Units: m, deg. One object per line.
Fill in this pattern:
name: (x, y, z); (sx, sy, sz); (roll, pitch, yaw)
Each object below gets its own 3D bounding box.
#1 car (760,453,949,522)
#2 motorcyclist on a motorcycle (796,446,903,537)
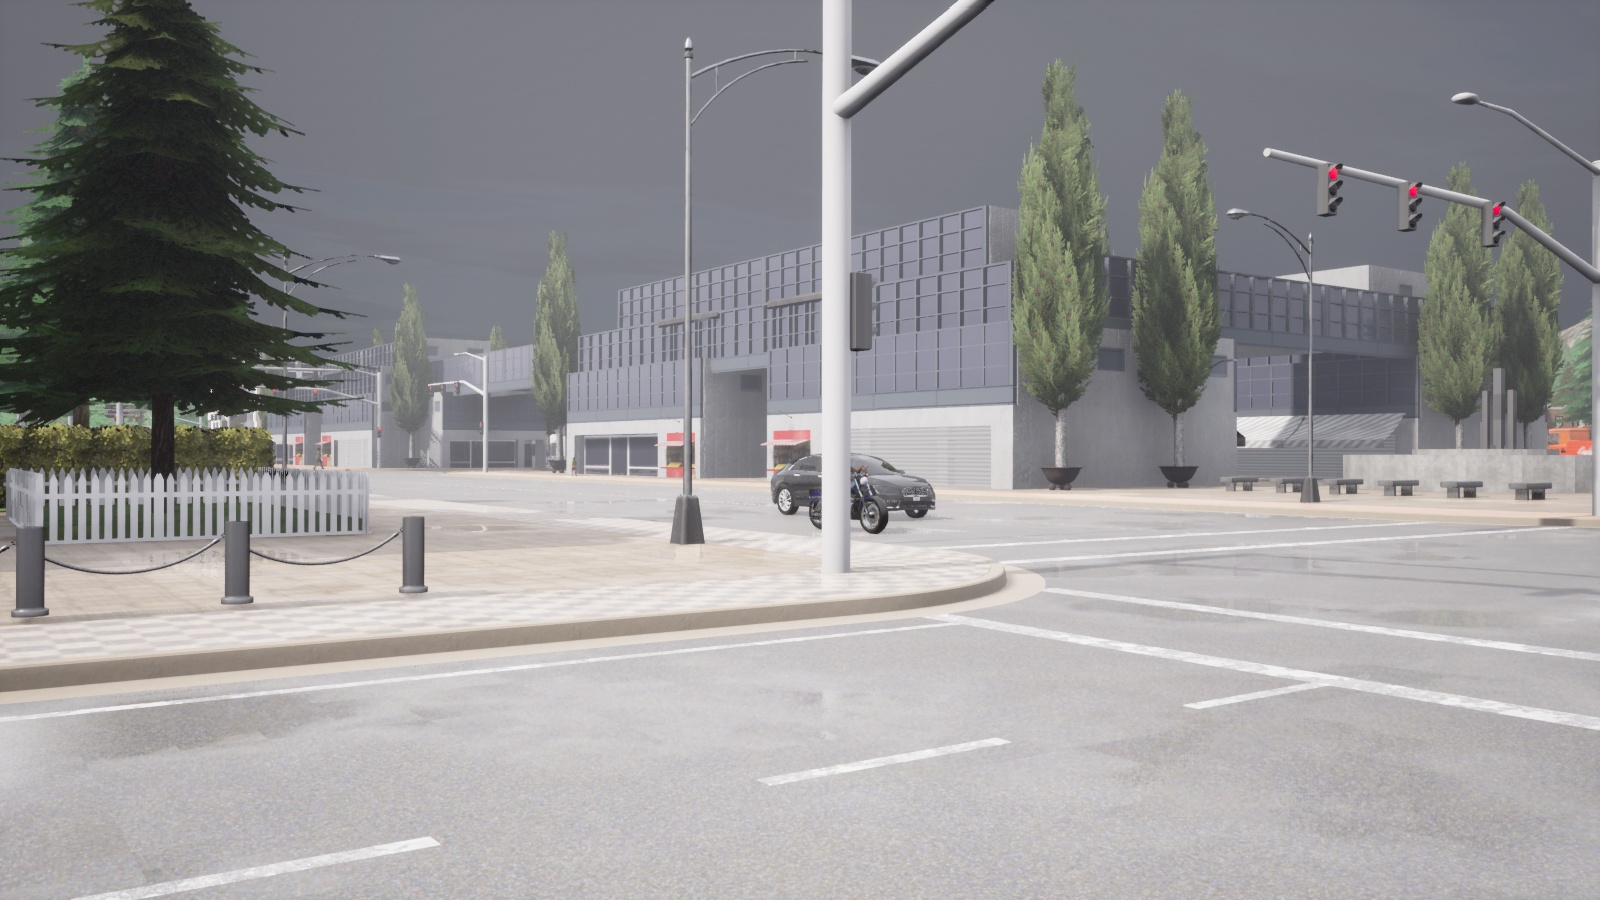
car: (1.174, 0.820, 29.581); (1.837, 1.490, 4.892); (0, 0, -35)
motorcyclist on a motorcycle: (0.901, 0.752, 23.853); (0.766, 1.649, 2.350); (0, 0, -35)
